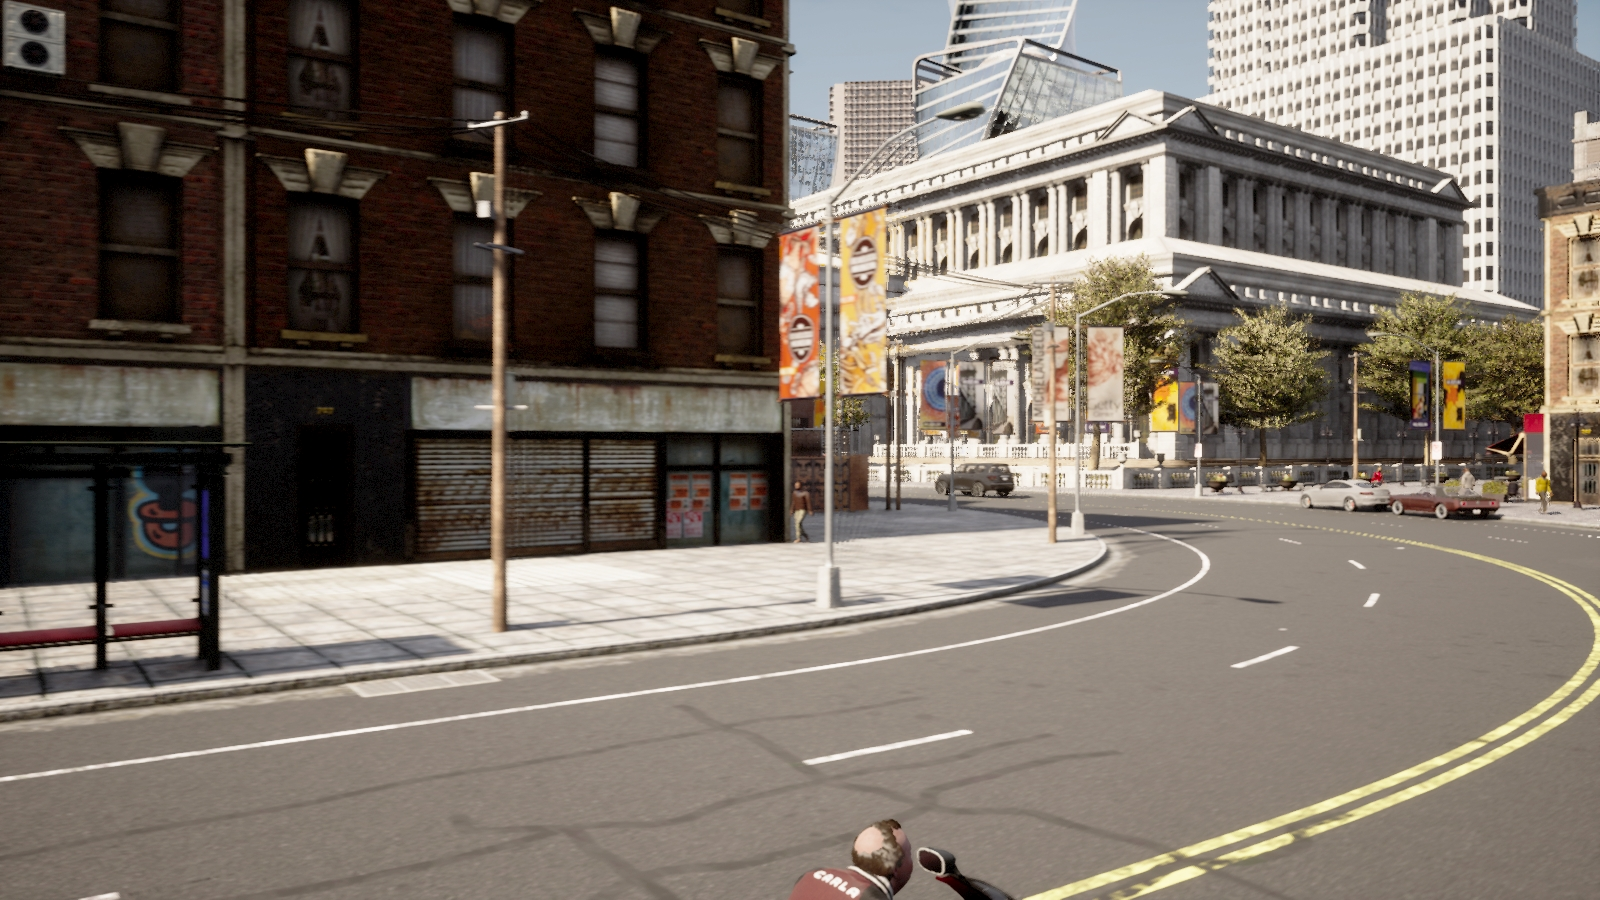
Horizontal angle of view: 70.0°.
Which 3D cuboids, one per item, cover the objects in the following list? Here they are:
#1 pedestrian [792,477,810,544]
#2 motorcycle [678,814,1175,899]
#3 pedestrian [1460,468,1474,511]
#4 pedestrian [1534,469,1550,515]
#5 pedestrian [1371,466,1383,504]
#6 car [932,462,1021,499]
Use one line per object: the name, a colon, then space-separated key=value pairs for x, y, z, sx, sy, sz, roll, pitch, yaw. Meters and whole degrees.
pedestrian: x=0.026 y=1.697 z=32.331 sx=0.375 sy=1.860 sz=0.375 roll=0 pitch=0 yaw=41
motorcycle: x=0.245 y=2.205 z=3.960 sx=2.209 sy=1.251 sz=0.867 roll=0 pitch=0 yaw=-36
pedestrian: x=28.791 y=1.696 z=49.340 sx=0.375 sy=1.860 sz=0.375 roll=0 pitch=0 yaw=-6
pedestrian: x=30.136 y=1.696 z=46.416 sx=0.375 sy=1.860 sz=0.375 roll=0 pitch=0 yaw=-10
pedestrian: x=28.312 y=1.698 z=56.102 sx=0.375 sy=1.860 sz=0.375 roll=0 pitch=0 yaw=-11
car: x=10.526 y=1.779 z=68.683 sx=2.150 sy=2.045 sz=5.566 roll=0 pitch=0 yaw=-32
